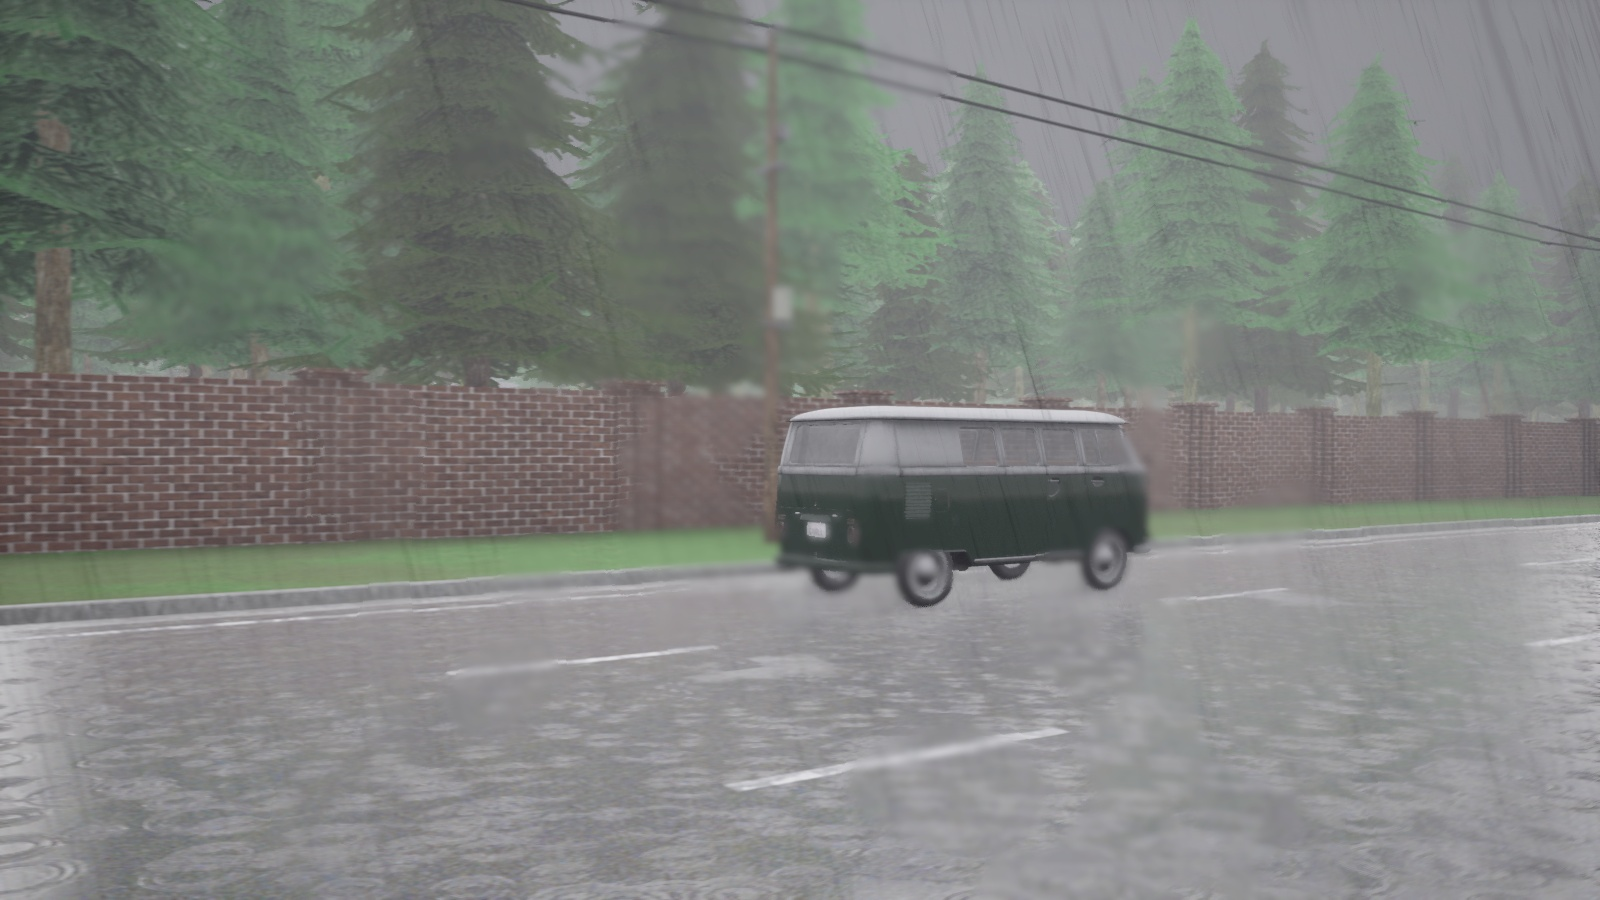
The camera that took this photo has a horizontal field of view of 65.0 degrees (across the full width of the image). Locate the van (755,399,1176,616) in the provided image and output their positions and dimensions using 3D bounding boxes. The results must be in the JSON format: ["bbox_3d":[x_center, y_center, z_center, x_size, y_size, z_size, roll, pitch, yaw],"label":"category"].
[{"bbox_3d":[1.868,0.527,13.488,4.442,1.987,1.775,0,0,-35],"label":"van"}]
